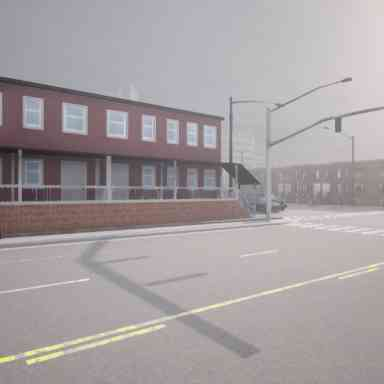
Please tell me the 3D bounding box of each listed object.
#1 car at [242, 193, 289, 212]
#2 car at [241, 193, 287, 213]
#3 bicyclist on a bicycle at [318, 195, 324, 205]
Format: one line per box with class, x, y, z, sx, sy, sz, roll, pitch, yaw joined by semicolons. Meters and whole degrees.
car;8.788;1.186;40.142;2.150;2.045;5.566;0;0;-36
car;7.441;1.319;36.008;2.097;1.767;4.553;0;0;-36
bicyclist on a bicycle;20.327;1.278;52.348;1.656;1.620;0.582;0;0;-36
